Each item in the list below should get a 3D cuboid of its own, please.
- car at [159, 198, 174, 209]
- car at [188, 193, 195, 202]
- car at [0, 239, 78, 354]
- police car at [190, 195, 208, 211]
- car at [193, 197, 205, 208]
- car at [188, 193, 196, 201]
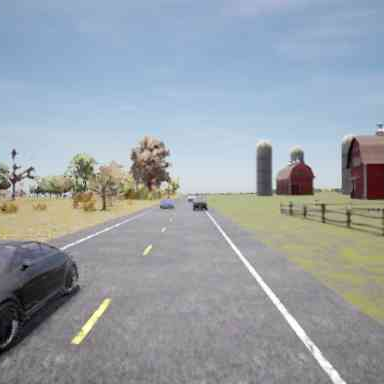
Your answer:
[{"bbox_3d":[-3.560,1.658,47.468,1.812,1.442,4.674,0,0,0],"label":"car"},{"bbox_3d":[-0.005,1.610,79.255,1.895,1.301,4.718,0,0,0],"label":"car"},{"bbox_3d":[-3.599,1.583,5.955,1.994,1.385,4.181,0,0,0],"label":"car"},{"bbox_3d":[1.046,1.549,43.613,1.930,1.638,5.238,0,0,0],"label":"police car"},{"bbox_3d":[1.045,1.624,53.503,1.882,1.535,5.008,0,0,0],"label":"car"},{"bbox_3d":[-0.006,1.373,94.847,2.150,2.045,5.566,0,0,0],"label":"car"}]
